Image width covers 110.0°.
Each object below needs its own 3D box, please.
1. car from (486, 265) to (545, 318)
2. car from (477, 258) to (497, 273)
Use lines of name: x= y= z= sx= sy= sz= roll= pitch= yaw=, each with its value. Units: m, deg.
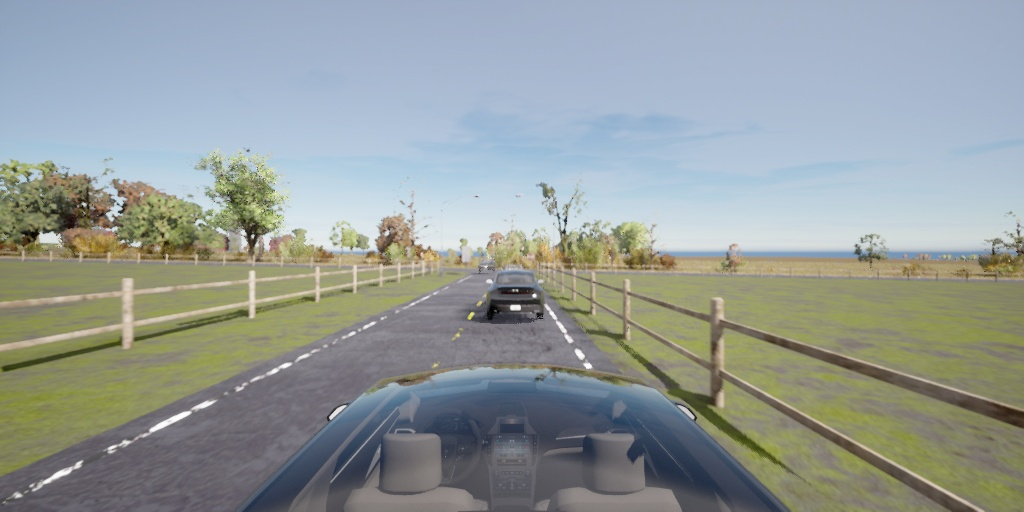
car: x=0.110 y=1.254 z=12.920 sx=1.837 sy=1.490 sz=4.892 roll=0 pitch=0 yaw=0
car: x=-2.716 y=1.002 z=39.864 sx=2.128 sy=1.511 sz=4.902 roll=0 pitch=0 yaw=0
